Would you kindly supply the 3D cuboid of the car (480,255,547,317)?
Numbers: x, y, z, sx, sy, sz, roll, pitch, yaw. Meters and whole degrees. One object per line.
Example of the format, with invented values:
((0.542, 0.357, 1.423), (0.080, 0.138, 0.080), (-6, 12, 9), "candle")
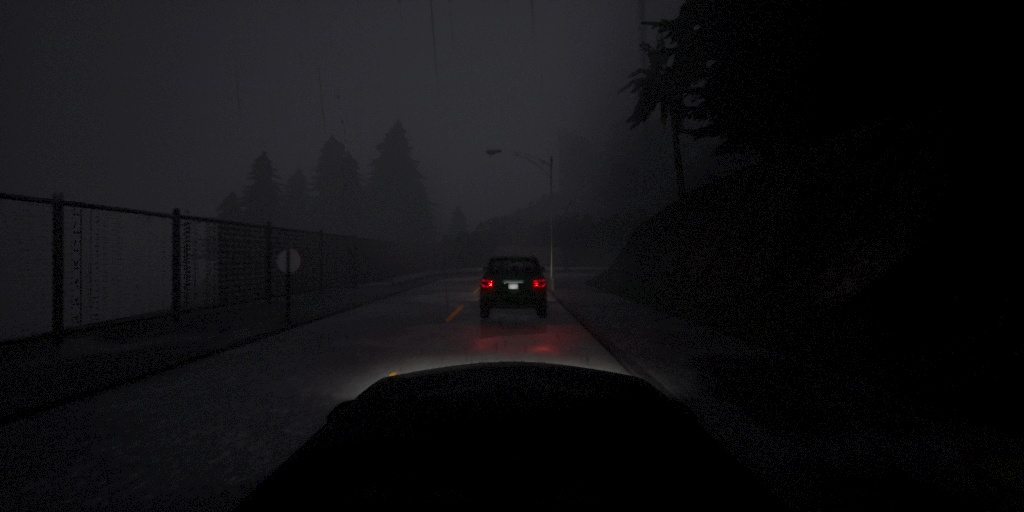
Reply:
((0.066, 0.986, 13.286), (2.150, 2.045, 5.566), (0, 0, 1), "car")
